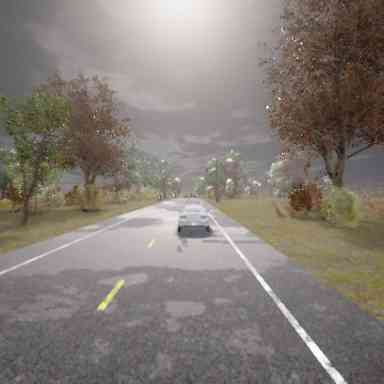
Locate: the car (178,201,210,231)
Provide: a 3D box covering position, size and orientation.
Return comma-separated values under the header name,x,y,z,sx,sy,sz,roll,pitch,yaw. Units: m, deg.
name,x,y,z,sx,sy,sz,roll,pitch,yaw
car,0.098,1.505,20.351,1.812,1.442,4.674,0,0,0
